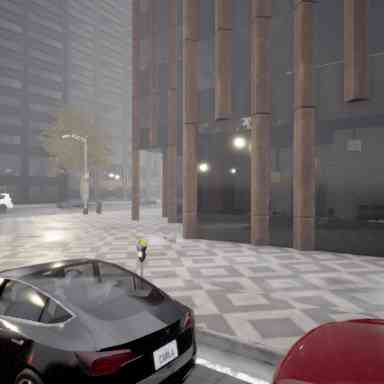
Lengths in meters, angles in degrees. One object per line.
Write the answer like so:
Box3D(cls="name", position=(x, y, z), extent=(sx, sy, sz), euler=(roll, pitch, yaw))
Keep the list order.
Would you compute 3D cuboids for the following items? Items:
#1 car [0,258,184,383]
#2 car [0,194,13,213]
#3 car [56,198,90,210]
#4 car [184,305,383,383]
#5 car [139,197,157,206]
Box3D(cls="car", position=(-1.935, 1.566, 4.344), extent=(4.313, 1.339, 1.947), euler=(0, 0, 36))
Box3D(cls="car", position=(-21.296, 1.180, 33.814), extent=(2.150, 2.045, 5.566), euler=(0, 0, 35))
Box3D(cls="car", position=(-15.127, 1.499, 42.484), extent=(1.994, 1.385, 4.181), euler=(0, 0, 36))
Box3D(cls="car", position=(2.652, 1.315, 1.068), extent=(5.009, 1.841, 2.192), euler=(0, 0, 36))
Box3D(cls="car", position=(-7.513, 1.472, 53.173), extent=(1.994, 1.385, 4.181), euler=(0, 1, 36))
